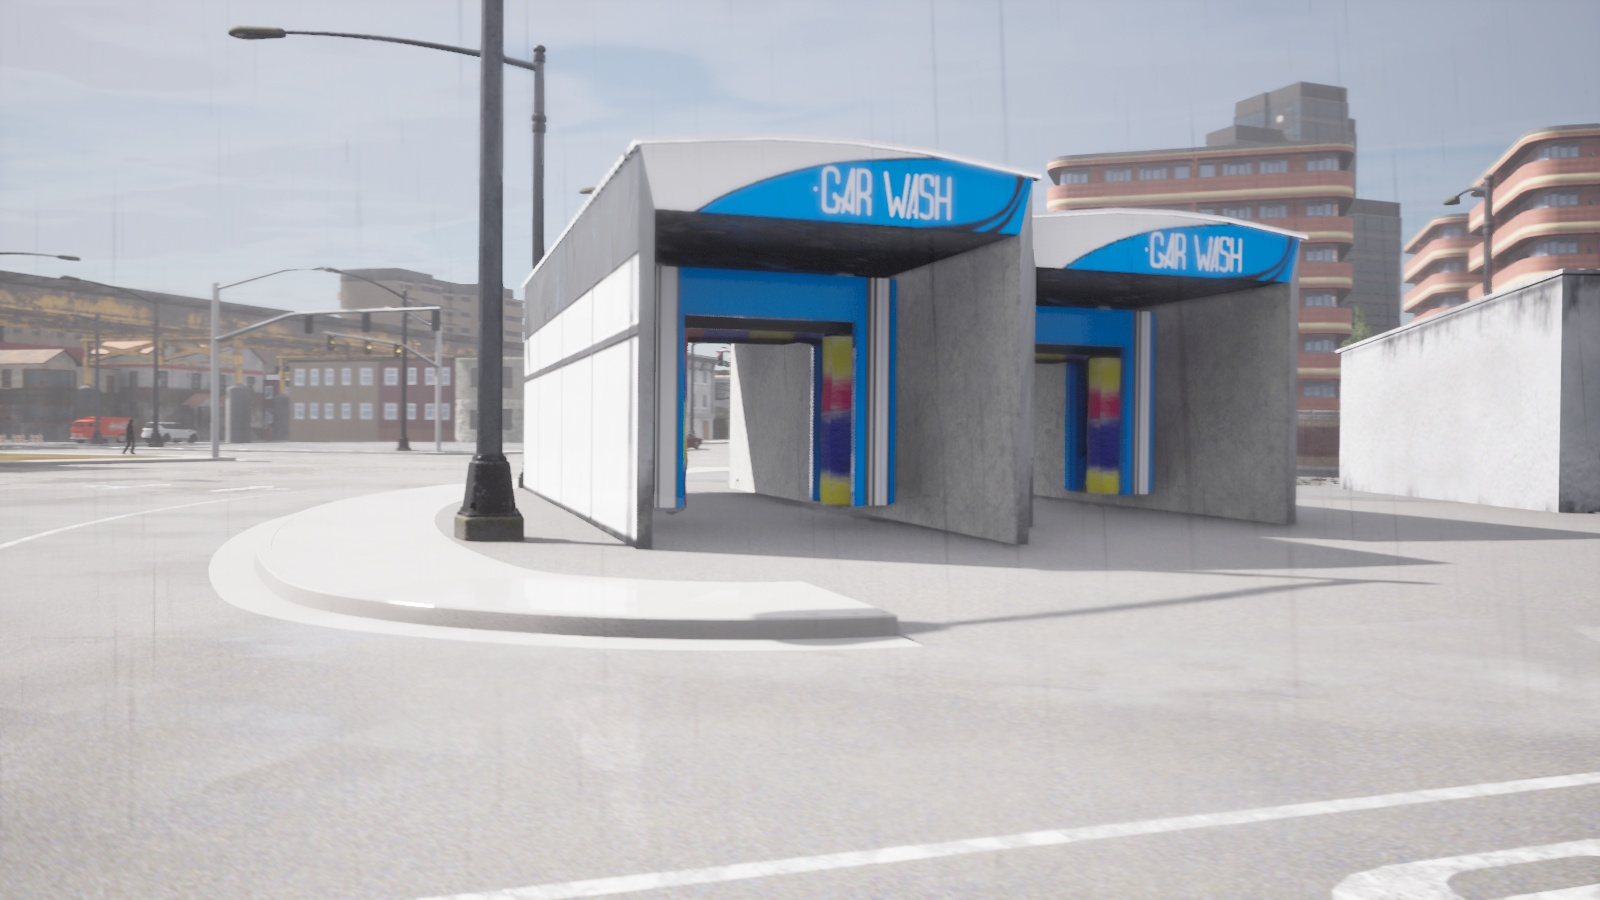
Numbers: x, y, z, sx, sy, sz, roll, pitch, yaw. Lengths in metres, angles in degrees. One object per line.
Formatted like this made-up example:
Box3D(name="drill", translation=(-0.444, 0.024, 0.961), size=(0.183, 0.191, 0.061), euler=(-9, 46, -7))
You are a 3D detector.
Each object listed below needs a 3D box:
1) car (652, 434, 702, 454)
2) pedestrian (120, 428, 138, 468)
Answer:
Box3D(name="car", translation=(-8.937, -0.474, 91.550), size=(1.895, 1.301, 4.718), euler=(0, 2, 18))
Box3D(name="pedestrian", translation=(-32.765, -0.108, 61.309), size=(0.692, 1.930, 0.395), euler=(0, 1, 16))
